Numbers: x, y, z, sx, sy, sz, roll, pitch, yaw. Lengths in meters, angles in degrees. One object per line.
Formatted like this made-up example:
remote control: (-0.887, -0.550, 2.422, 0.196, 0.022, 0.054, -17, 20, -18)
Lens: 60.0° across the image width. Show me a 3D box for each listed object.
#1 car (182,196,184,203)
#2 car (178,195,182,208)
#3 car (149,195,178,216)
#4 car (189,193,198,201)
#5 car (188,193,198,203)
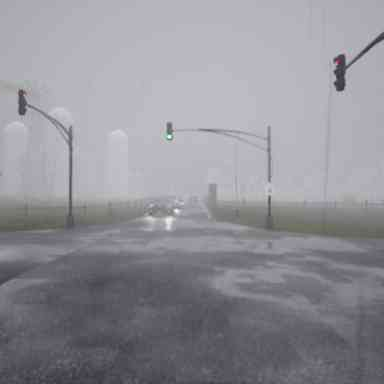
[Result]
car: (-2.488, 1.315, 62.926, 2.033, 1.411, 5.357, 0, 0, 0)
car: (-2.680, 1.194, 42.059, 2.097, 1.767, 4.553, 0, 0, 0)
car: (-2.761, 1.231, 31.212, 2.097, 1.767, 4.553, 0, 0, 1)
car: (0.314, 1.067, 72.977, 1.837, 1.490, 4.892, 0, 0, 0)
car: (0.261, 1.259, 62.555, 2.128, 1.511, 4.902, 0, 0, 0)
